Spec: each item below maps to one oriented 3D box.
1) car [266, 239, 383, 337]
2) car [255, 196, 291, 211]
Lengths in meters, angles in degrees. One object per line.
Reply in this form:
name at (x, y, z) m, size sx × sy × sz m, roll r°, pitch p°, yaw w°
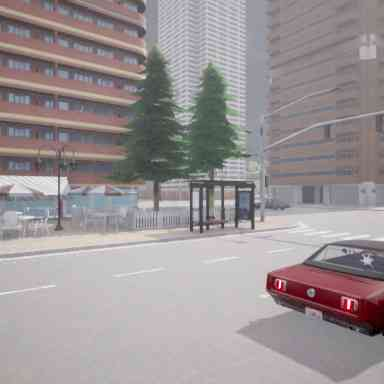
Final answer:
car at (3.697, 1.601, 6.444) m, size 4.718 × 1.301 × 1.895 m, roll 0°, pitch 0°, yaw -36°
car at (10.049, 1.603, 42.708) m, size 2.033 × 1.411 × 5.357 m, roll 0°, pitch 0°, yaw -36°
